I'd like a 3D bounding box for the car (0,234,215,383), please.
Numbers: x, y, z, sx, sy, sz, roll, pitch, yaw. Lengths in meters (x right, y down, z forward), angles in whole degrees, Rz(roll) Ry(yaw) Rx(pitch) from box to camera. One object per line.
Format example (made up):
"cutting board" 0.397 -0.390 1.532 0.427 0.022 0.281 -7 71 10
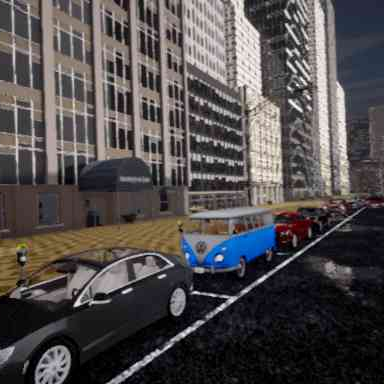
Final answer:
"car" -1.596 1.665 5.346 2.008 1.369 4.403 -3 -1 31

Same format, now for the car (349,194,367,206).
"car" 23.955 1.134 47.979 1.967 1.590 4.097 -3 -1 31

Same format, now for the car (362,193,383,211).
"car" 20.128 1.221 36.491 1.812 1.442 4.674 -2 -1 31

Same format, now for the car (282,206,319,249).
"car" 4.082 1.560 14.820 1.887 1.381 4.507 -3 -1 31

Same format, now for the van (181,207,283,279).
"van" 1.235 1.405 10.085 1.690 1.788 3.998 -3 -1 31

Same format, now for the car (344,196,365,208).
"car" 21.119 1.289 43.241 2.008 1.369 4.403 -3 -1 31

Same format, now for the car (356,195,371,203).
"car" 29.639 1.172 57.451 1.947 1.339 4.313 -3 -1 31

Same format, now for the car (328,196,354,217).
"car" 12.597 1.313 29.032 1.967 1.590 4.097 -3 -1 31

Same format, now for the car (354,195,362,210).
"car" 18.279 1.333 38.503 2.008 1.369 4.403 -3 -1 31

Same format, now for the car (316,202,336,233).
"car" 6.922 1.532 19.556 1.947 1.339 4.313 -3 -1 31
